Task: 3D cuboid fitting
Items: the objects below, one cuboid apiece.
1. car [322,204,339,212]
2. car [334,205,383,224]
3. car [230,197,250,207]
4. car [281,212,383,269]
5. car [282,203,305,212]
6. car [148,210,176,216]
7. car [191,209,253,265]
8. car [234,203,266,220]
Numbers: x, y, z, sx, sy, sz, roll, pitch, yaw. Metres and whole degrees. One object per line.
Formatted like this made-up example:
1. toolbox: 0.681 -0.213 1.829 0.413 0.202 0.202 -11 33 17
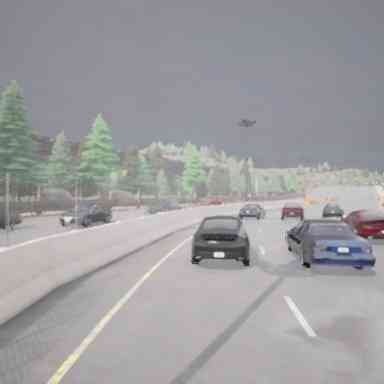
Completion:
1. car: 14.409 1.883 34.012 1.994 1.385 4.181 0 0 22
2. car: 9.089 1.649 17.245 1.882 1.535 5.008 0 0 11
3. car: 9.013 1.863 62.055 2.097 1.767 4.553 0 -1 29
4. car: 4.504 1.655 11.612 2.033 1.411 5.357 0 0 8
5. car: 9.595 1.755 31.465 1.882 1.535 5.008 0 0 20
6. car: -2.436 1.553 29.176 2.097 1.767 4.553 0 0 18
7. car: 1.116 1.599 12.093 1.837 1.490 4.892 0 0 8
8. car: 5.646 1.802 30.971 2.033 1.411 5.357 0 0 20
